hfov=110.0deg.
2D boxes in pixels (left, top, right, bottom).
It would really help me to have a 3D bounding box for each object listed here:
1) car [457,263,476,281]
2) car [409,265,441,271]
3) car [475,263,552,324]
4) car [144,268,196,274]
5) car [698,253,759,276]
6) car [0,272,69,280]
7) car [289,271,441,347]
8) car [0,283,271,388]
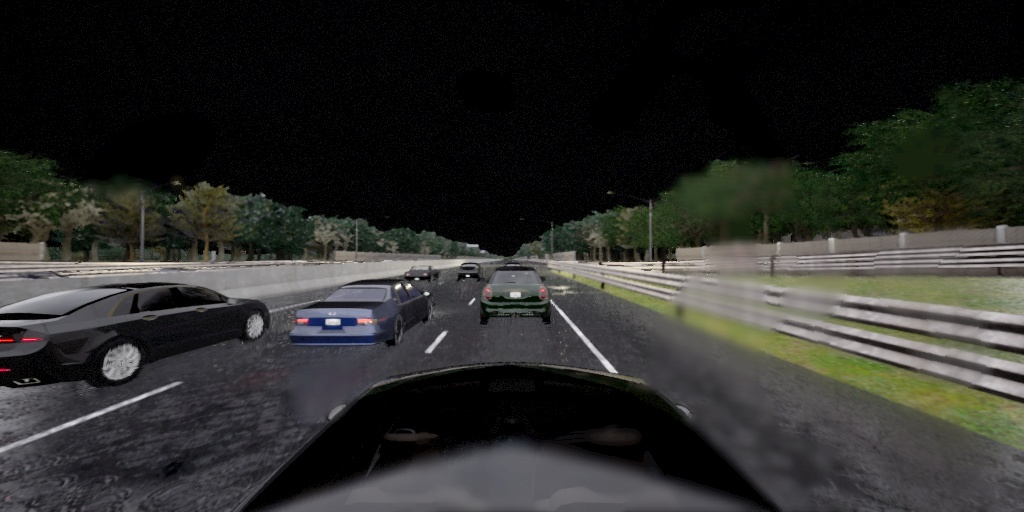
[{"bbox_3d":[-3.400,1.286,30.008,1.837,1.490,4.892,0,0,0],"label":"car"},{"bbox_3d":[-6.900,1.378,28.249,1.895,1.301,4.718,0,0,0],"label":"car"},{"bbox_3d":[0.100,1.108,12.192,2.097,1.767,4.553,0,0,0],"label":"car"},{"bbox_3d":[-17.598,1.327,18.400,1.994,1.385,4.181,0,0,0],"label":"car"},{"bbox_3d":[20.187,0.815,33.810,2.150,2.045,5.566,0,-2,-19],"label":"car"},{"bbox_3d":[-21.099,1.360,15.222,1.895,1.301,4.718,0,0,0],"label":"car"},{"bbox_3d":[-3.400,1.301,9.318,2.033,1.411,5.357,0,0,0],"label":"car"},{"bbox_3d":[-6.900,1.257,6.905,1.837,1.490,4.892,0,0,0],"label":"car"}]
